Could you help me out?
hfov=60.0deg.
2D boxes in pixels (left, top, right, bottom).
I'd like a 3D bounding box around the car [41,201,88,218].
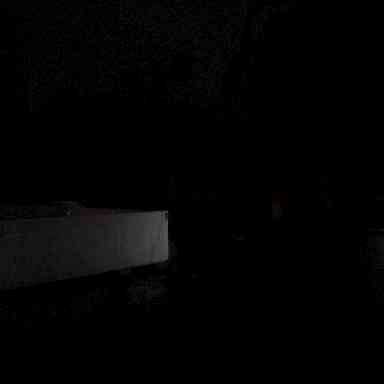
[{"bbox_3d":[-7.994,1.308,21.731,4.674,1.442,1.812,1,1,32],"label":"car"}]
